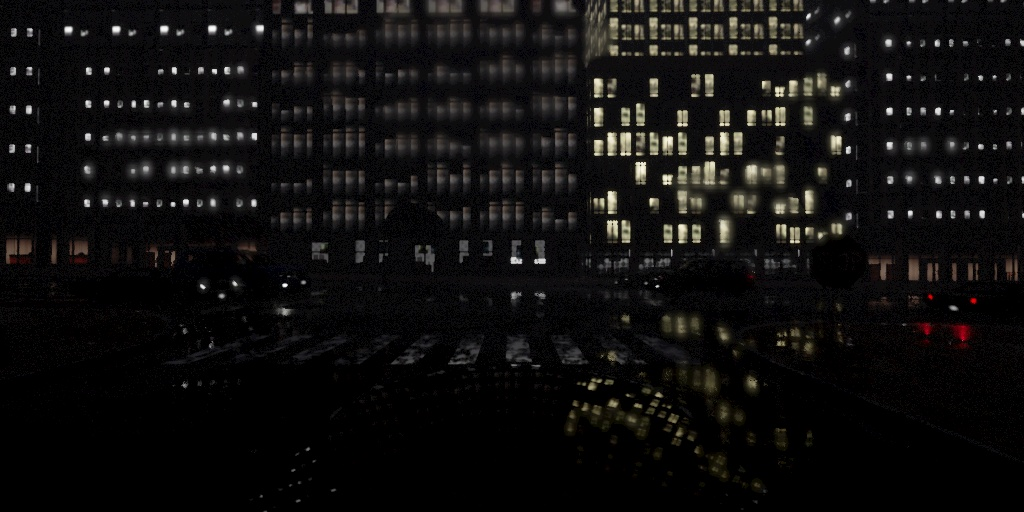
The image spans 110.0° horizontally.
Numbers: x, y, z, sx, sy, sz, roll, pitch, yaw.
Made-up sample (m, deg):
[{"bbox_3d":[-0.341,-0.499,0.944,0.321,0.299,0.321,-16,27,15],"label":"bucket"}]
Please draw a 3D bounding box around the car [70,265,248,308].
[{"bbox_3d":[-12.862,1.120,13.180,4.718,1.301,1.895,1,-1,1],"label":"car"}]

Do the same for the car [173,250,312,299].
[{"bbox_3d":[-12.304,0.791,16.429,5.566,2.045,2.150,1,-1,1],"label":"car"}]

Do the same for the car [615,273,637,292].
[{"bbox_3d":[9.138,1.467,22.905,4.902,1.511,2.128,1,-1,1],"label":"car"}]

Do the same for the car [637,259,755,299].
[{"bbox_3d":[10.145,1.181,19.646,5.566,2.045,2.150,1,-1,1],"label":"car"}]

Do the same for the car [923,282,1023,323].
[{"bbox_3d":[18.183,1.623,12.920,4.718,1.301,1.895,1,-1,1],"label":"car"}]
